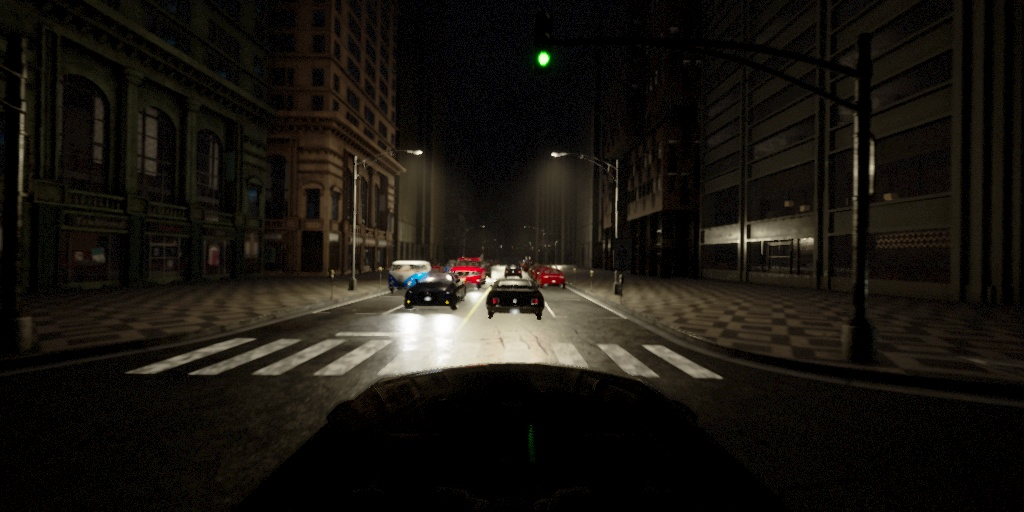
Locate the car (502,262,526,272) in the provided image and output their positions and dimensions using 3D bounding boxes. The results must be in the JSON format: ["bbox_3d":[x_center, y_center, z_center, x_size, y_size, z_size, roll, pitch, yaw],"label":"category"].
[{"bbox_3d":[0.107,1.626,37.360,2.033,1.411,5.357,1,-1,0],"label":"car"}]

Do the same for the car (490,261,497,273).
[{"bbox_3d":[-3.073,1.582,38.312,2.033,1.411,5.357,1,0,0],"label":"car"}]

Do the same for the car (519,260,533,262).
[{"bbox_3d":[2.762,1.632,59.191,2.192,1.841,5.009,0,0,0],"label":"car"}]

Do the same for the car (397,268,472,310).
[{"bbox_3d":[-3.079,1.397,15.147,1.994,1.385,4.181,1,0,0],"label":"car"}]

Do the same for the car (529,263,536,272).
[{"bbox_3d":[2.773,1.617,31.565,1.888,1.381,4.507,0,0,0],"label":"car"}]

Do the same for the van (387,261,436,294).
[{"bbox_3d":[-5.778,1.175,20.533,1.690,1.789,3.998,0,0,0],"label":"van"}]

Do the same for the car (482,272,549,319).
[{"bbox_3d":[0.103,1.472,13.468,1.895,1.301,4.718,1,0,0],"label":"car"}]

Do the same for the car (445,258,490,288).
[{"bbox_3d":[-3.072,1.145,25.713,2.150,2.045,5.566,1,-1,1],"label":"car"}]

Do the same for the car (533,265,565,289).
[{"bbox_3d":[2.776,1.568,26.040,1.888,1.381,4.507,0,0,0],"label":"car"}]

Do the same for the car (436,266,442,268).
[{"bbox_3d":[-5.778,1.428,26.058,1.888,1.381,4.507,0,0,0],"label":"car"}]

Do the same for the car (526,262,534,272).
[{"bbox_3d":[2.771,1.666,37.090,1.888,1.381,4.507,0,0,0],"label":"car"}]

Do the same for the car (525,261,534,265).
[{"bbox_3d":[2.769,1.695,42.785,1.751,1.417,4.829,0,0,0],"label":"car"}]
